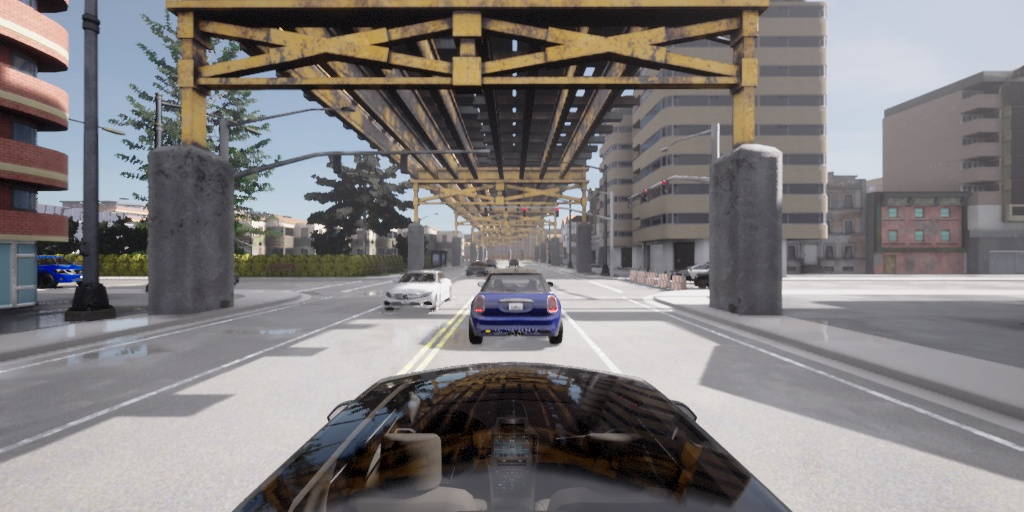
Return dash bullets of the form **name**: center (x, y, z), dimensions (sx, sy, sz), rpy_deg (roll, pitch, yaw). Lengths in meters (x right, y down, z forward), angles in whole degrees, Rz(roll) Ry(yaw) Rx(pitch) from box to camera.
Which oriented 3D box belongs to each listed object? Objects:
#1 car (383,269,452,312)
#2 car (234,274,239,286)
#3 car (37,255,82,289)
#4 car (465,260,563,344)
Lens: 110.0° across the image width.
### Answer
- **car**: center (-3.557, 1.278, 14.306), dimensions (1.812, 1.442, 4.674), rpy_deg (0, 0, 0)
- **car**: center (-19.785, 1.275, 22.452), dimensions (4.674, 1.442, 1.812), rpy_deg (0, 0, 0)
- **car**: center (-29.646, 0.968, 22.512), dimensions (5.566, 2.045, 2.150), rpy_deg (0, 0, 0)
- **car**: center (0.103, 1.104, 9.794), dimensions (2.097, 1.767, 4.553), rpy_deg (0, 0, 1)
